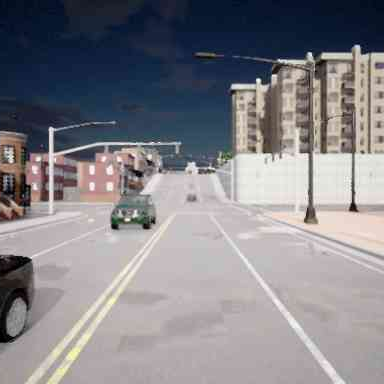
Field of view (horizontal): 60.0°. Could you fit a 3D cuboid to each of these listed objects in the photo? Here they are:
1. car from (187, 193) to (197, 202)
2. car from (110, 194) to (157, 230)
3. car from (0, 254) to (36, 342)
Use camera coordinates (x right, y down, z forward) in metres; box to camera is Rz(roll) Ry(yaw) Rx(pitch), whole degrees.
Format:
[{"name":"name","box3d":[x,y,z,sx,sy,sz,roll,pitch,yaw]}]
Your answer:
[{"name":"car","box3d":[-0.017,1.014,65.217,2.128,1.511,4.902,0,4,0]},{"name":"car","box3d":[-3.512,1.163,20.909,2.150,2.045,5.566,0,0,0]},{"name":"car","box3d":[-3.586,1.467,3.599,1.882,1.535,5.008,0,0,0]}]
